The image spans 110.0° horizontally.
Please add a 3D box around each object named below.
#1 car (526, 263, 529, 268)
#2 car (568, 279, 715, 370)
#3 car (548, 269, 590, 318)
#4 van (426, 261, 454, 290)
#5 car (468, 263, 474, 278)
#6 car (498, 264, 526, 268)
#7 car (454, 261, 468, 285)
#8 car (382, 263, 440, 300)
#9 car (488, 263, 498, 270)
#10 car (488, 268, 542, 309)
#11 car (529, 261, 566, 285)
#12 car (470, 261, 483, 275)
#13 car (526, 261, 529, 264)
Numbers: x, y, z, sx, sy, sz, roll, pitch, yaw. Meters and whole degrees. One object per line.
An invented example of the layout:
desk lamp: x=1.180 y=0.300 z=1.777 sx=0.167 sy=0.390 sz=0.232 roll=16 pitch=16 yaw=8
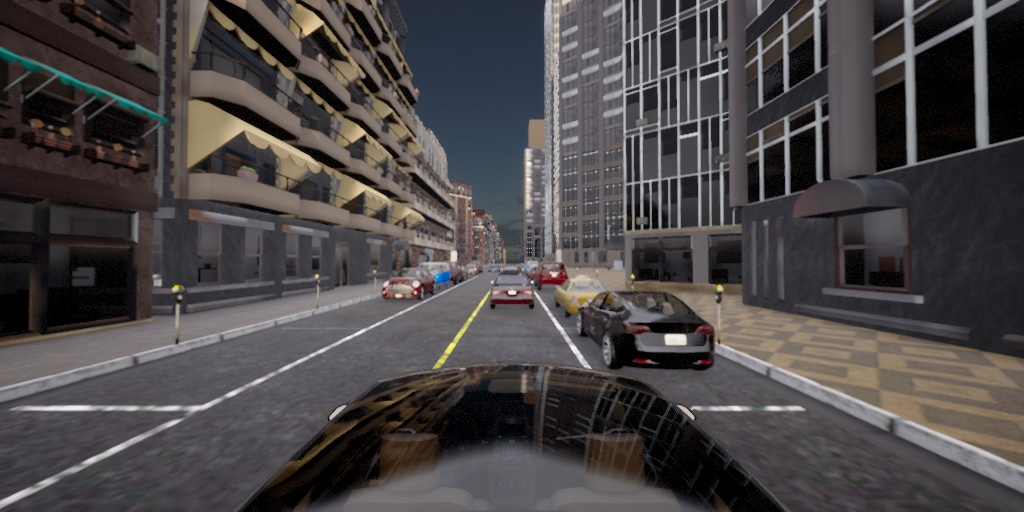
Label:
car: x=2.586 y=1.673 z=35.387 sx=1.802 sy=1.307 sz=4.207 roll=0 pitch=0 yaw=0
car: x=2.569 y=1.374 z=7.709 sx=1.948 sy=1.339 sz=4.313 roll=0 pitch=0 yaw=0
car: x=2.573 y=1.389 z=13.415 sx=1.751 sy=1.417 sz=4.829 roll=0 pitch=0 yaw=0
van: x=-5.301 y=1.316 z=24.313 sx=1.690 sy=1.789 sz=3.998 roll=0 pitch=0 yaw=0
car: x=-5.294 y=1.641 z=35.385 sx=2.007 sy=1.370 sz=4.403 roll=0 pitch=0 yaw=0
car: x=0.025 y=1.526 z=31.341 sx=1.882 sy=1.535 sz=5.008 roll=0 pitch=0 yaw=0
car: x=-5.297 y=1.347 z=29.849 sx=2.192 sy=1.841 sz=5.009 roll=0 pitch=0 yaw=0
car: x=-5.304 y=1.359 z=18.777 sx=1.967 sy=1.591 sz=4.097 roll=0 pitch=0 yaw=0
car: x=-2.718 y=1.862 z=55.618 sx=2.033 sy=1.411 sz=5.357 roll=0 pitch=-1 yaw=0
car: x=0.010 y=1.437 z=15.857 sx=2.033 sy=1.411 sz=5.357 roll=0 pitch=-1 yaw=0
car: x=2.580 y=1.291 z=24.316 sx=2.192 sy=1.841 sz=5.009 roll=0 pitch=0 yaw=0
car: x=-5.287 y=1.651 z=46.455 sx=1.967 sy=1.591 sz=4.097 roll=0 pitch=0 yaw=0
car: x=2.590 y=1.676 z=41.093 sx=1.751 sy=1.417 sz=4.829 roll=0 pitch=0 yaw=0
